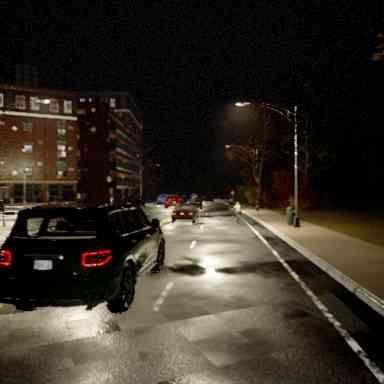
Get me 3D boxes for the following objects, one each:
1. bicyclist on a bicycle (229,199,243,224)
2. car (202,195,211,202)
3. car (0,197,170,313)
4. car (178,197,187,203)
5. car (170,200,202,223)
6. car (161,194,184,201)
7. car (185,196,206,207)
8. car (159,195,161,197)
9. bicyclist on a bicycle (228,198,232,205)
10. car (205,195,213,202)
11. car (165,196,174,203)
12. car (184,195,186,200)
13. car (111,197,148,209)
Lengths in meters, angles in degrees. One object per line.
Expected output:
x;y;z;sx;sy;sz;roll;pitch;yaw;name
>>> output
3.369;1.531;24.547;0.866;1.612;1.509;0;0;4;bicyclist on a bicycle
4.060;1.704;92.464;2.097;1.767;4.553;0;0;-2;car
-2.121;1.267;7.990;2.150;2.045;5.566;0;0;6;car
-2.248;1.895;81.266;1.994;1.385;4.181;0;0;0;car
-0.541;1.668;26.912;2.033;1.411;5.357;0;0;4;car
-2.822;1.444;48.890;2.150;2.045;5.566;0;0;2;car
0.569;1.693;47.476;2.128;1.511;4.902;0;0;2;car
-5.554;1.519;65.786;2.150;2.045;5.566;0;0;1;car
3.939;1.500;33.713;0.659;1.776;1.843;0;0;3;bicyclist on a bicycle
4.242;1.792;82.329;1.882;1.535;5.008;0;0;-1;car
-5.498;1.836;81.300;1.882;1.535;5.008;0;0;0;car
-2.331;1.847;65.095;1.994;1.385;4.181;0;0;1;car
-9.204;1.634;49.267;1.882;1.535;5.008;3;0;44;car
